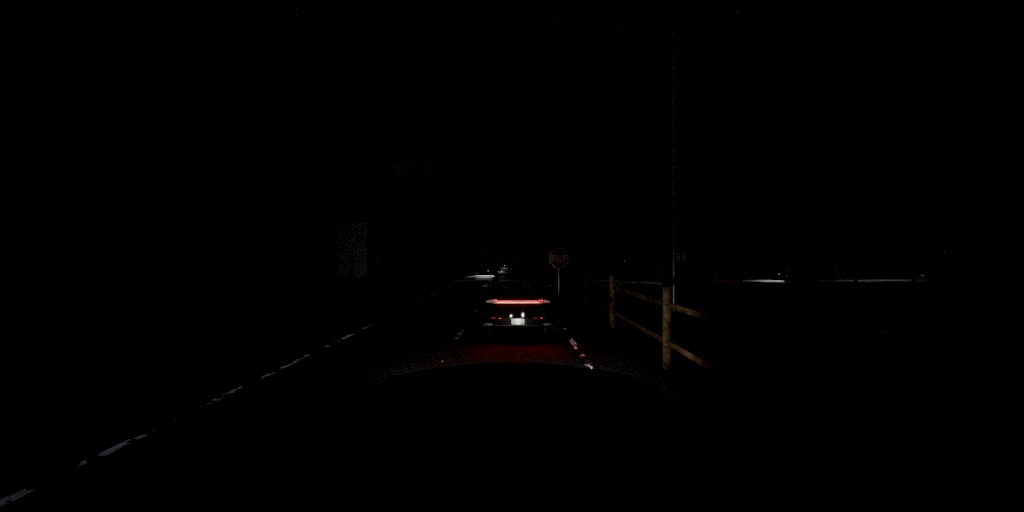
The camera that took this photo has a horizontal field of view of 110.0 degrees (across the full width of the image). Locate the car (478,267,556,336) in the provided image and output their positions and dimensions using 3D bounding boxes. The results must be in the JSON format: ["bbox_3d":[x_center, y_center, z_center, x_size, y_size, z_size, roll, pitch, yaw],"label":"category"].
[{"bbox_3d":[0.148,1.241,10.377,2.128,1.511,4.902,0,0,0],"label":"car"}]

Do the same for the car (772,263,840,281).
[{"bbox_3d":[22.812,1.219,27.929,4.181,1.385,1.994,0,0,0],"label":"car"}]

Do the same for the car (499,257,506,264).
[{"bbox_3d":[-2.415,1.202,61.579,1.837,1.490,4.892,0,1,1],"label":"car"}]

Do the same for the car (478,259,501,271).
[{"bbox_3d":[-2.486,1.299,38.020,1.994,1.385,4.181,0,0,-2],"label":"car"}]

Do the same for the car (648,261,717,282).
[{"bbox_3d":[13.144,1.173,27.793,5.008,1.535,1.882,0,0,-2],"label":"car"}]

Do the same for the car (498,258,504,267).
[{"bbox_3d":[-2.548,1.285,49.270,1.994,1.385,4.181,0,0,0],"label":"car"}]

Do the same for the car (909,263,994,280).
[{"bbox_3d":[34.262,1.206,28.051,4.718,1.301,1.895,0,0,-1],"label":"car"}]

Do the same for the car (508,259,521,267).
[{"bbox_3d":[0.424,1.235,56.237,1.812,1.442,4.674,0,0,0],"label":"car"}]
